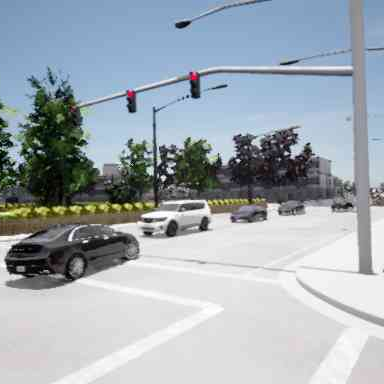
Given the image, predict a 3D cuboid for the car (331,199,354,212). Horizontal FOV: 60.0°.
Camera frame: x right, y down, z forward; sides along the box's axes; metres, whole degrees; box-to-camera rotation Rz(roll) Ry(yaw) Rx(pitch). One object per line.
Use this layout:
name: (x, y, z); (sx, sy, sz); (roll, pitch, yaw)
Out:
car: (18.797, 1.620, 41.493); (2.128, 1.511, 4.902); (-2, -1, 37)

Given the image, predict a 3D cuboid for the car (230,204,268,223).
car: (5.054, 1.835, 29.070); (1.812, 1.442, 4.674); (-2, -1, 37)

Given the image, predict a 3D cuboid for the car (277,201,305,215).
car: (11.166, 1.777, 37.325); (1.837, 1.490, 4.892); (-2, -1, 37)

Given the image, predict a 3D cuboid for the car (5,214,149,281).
car: (-3.557, 1.758, 10.869); (1.837, 1.490, 4.892); (-5, -2, 21)

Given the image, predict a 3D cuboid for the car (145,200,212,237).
car: (-0.921, 1.566, 21.002); (2.150, 2.045, 5.566); (-2, -1, 36)
